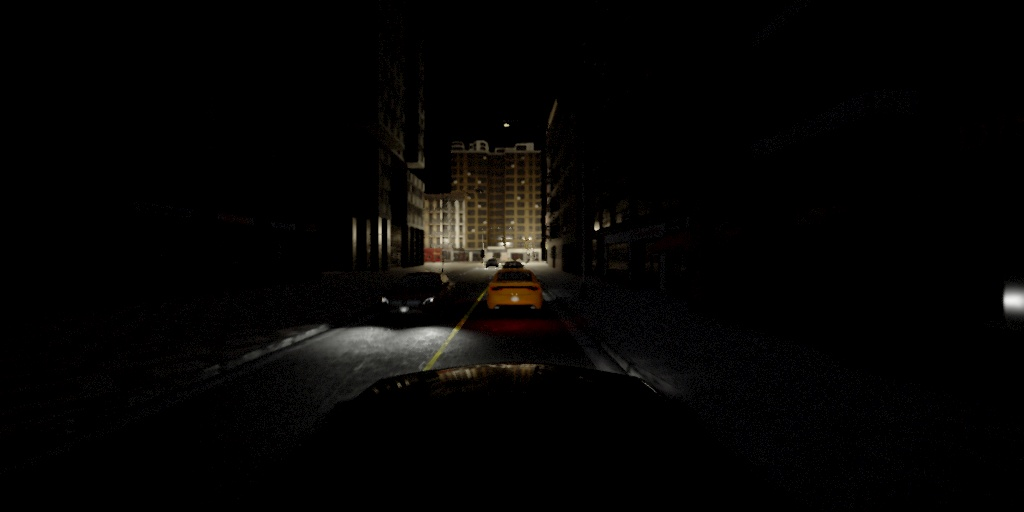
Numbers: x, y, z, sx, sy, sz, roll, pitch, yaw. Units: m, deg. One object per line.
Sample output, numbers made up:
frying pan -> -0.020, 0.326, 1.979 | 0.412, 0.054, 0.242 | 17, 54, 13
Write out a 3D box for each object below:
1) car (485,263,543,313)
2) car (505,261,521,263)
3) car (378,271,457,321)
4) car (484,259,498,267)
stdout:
car -> 0.095, 1.216, 13.877 | 1.882, 1.535, 5.008 | 0, 0, 0
car -> 0.078, 1.174, 31.974 | 1.882, 1.535, 5.008 | 0, 0, 0
car -> -3.103, 1.266, 12.635 | 1.812, 1.442, 4.674 | 0, 0, 0
car -> -3.102, 1.142, 55.634 | 1.812, 1.442, 4.674 | 0, 0, 0
